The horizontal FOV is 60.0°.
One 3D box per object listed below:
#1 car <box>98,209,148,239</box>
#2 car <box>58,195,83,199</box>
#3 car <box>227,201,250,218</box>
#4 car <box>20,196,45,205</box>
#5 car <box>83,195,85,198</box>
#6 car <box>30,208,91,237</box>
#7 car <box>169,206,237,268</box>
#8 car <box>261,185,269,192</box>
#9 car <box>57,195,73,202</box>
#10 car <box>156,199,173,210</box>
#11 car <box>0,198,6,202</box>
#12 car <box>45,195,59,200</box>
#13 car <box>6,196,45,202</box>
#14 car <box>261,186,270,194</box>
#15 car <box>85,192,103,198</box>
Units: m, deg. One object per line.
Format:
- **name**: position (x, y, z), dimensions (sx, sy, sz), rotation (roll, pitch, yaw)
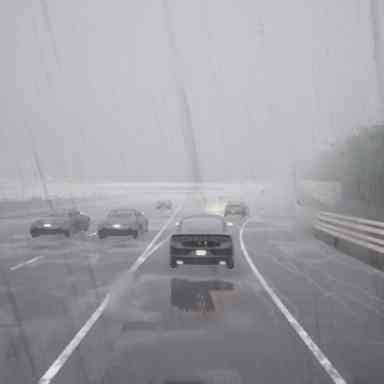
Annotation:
- **car**: position (-3.492, 1.564, 17.473), dimensions (1.994, 1.385, 4.181), rotation (0, 0, 0)
- **car**: position (-21.194, 1.496, 58.324), dimensions (1.994, 1.385, 4.181), rotation (0, 0, 0)
- **car**: position (4.273, 1.586, 30.983), dimensions (2.128, 1.511, 4.902), rotation (0, -1, 17)
- **car**: position (-28.175, 1.425, 58.841), dimensions (2.128, 1.511, 4.902), rotation (0, 0, 0)
- **car**: position (-24.813, 1.374, 74.135), dimensions (1.994, 1.385, 4.181), rotation (0, 0, -1)
- **car**: position (-6.892, 1.563, 17.872), dimensions (1.994, 1.385, 4.181), rotation (0, 0, 0)
- **car**: position (0.397, 1.477, 11.389), dimensions (1.882, 1.535, 5.008), rotation (0, 0, 4)
- **car**: position (19.651, -1.015, 89.905), dimensions (1.882, 1.535, 5.008), rotation (0, 3, 10)
- **car**: position (-28.316, 1.414, 74.474), dimensions (1.895, 1.301, 4.718), rotation (0, 0, -1)
- **car**: position (-3.558, 1.601, 43.586), dimensions (1.895, 1.301, 4.718), rotation (0, 0, 0)
- **car**: position (-24.637, 1.523, 42.397), dimensions (1.812, 1.442, 4.674), rotation (0, 0, 0)
- **car**: position (-24.684, 1.284, 58.341), dimensions (2.097, 1.767, 4.553), rotation (0, 0, 0)
- **car**: position (-21.140, 1.475, 42.407), dimensions (1.882, 1.535, 5.008), rotation (0, 0, 0)
- **car**: position (17.682, -0.312, 80.021), dimensions (1.837, 1.490, 4.892), rotation (0, 3, 11)
- **car**: position (-21.312, 1.048, 74.117), dimensions (2.150, 2.045, 5.566), rotation (0, 0, -1)
